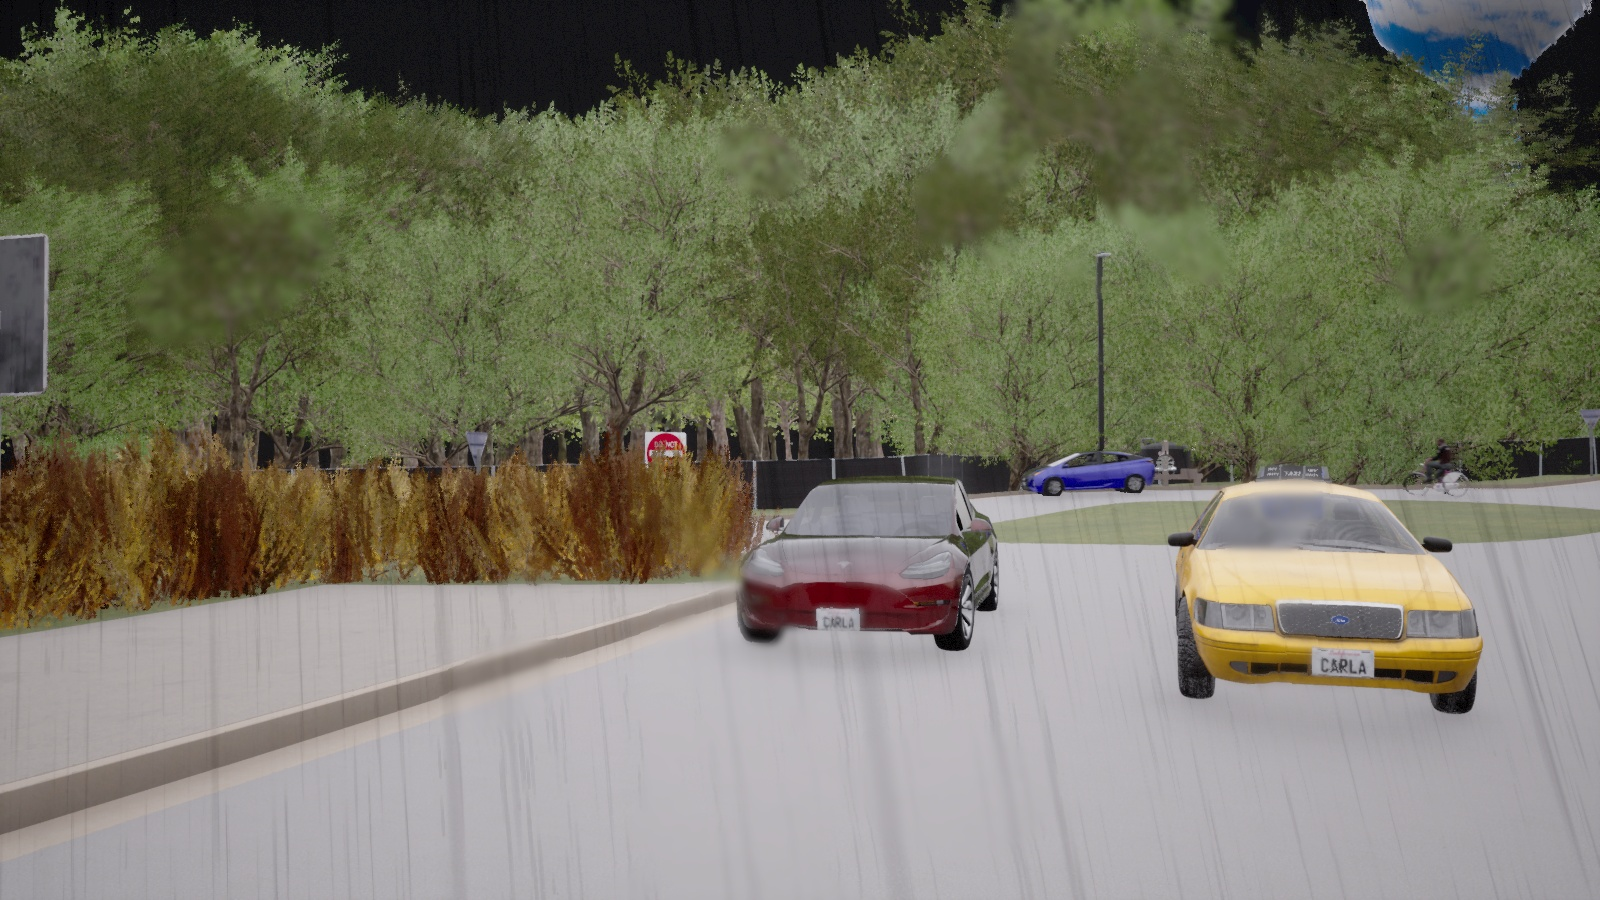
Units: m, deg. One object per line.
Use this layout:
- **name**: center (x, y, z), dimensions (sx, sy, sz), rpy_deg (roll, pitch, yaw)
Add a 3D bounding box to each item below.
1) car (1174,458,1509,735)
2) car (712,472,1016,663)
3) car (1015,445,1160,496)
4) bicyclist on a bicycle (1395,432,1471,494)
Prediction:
- **car**: center (3.950, 0.863, 10.039), dimensions (1.801, 1.575, 5.366), rpy_deg (0, 0, 16)
- **car**: center (0.887, 0.986, 12.515), dimensions (2.163, 1.488, 4.792), rpy_deg (-1, -1, 13)
- **car**: center (10.003, 0.694, 43.911), dimensions (4.514, 1.525, 2.007), rpy_deg (-3, 0, -2)
- **bicyclist on a bicycle**: center (18.749, 0.372, 37.219), dimensions (0.659, 1.776, 1.843), rpy_deg (-4, 2, -40)
